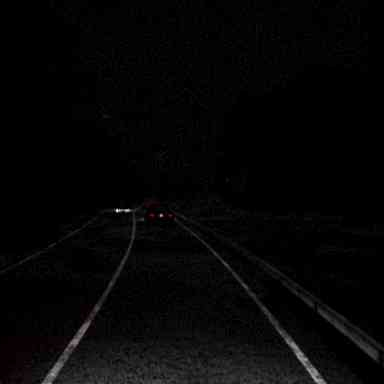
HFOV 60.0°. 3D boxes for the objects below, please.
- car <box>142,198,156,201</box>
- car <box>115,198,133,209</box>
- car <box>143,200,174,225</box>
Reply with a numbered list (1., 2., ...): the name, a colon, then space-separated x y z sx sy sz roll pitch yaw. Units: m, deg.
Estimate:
1. car: -5.149 1.438 41.348 1.882 1.535 5.008 0 0 -7
2. car: -8.852 1.471 43.694 2.033 1.411 5.357 0 0 -5
3. car: -2.434 1.585 24.133 2.033 1.411 5.357 1 0 -10
